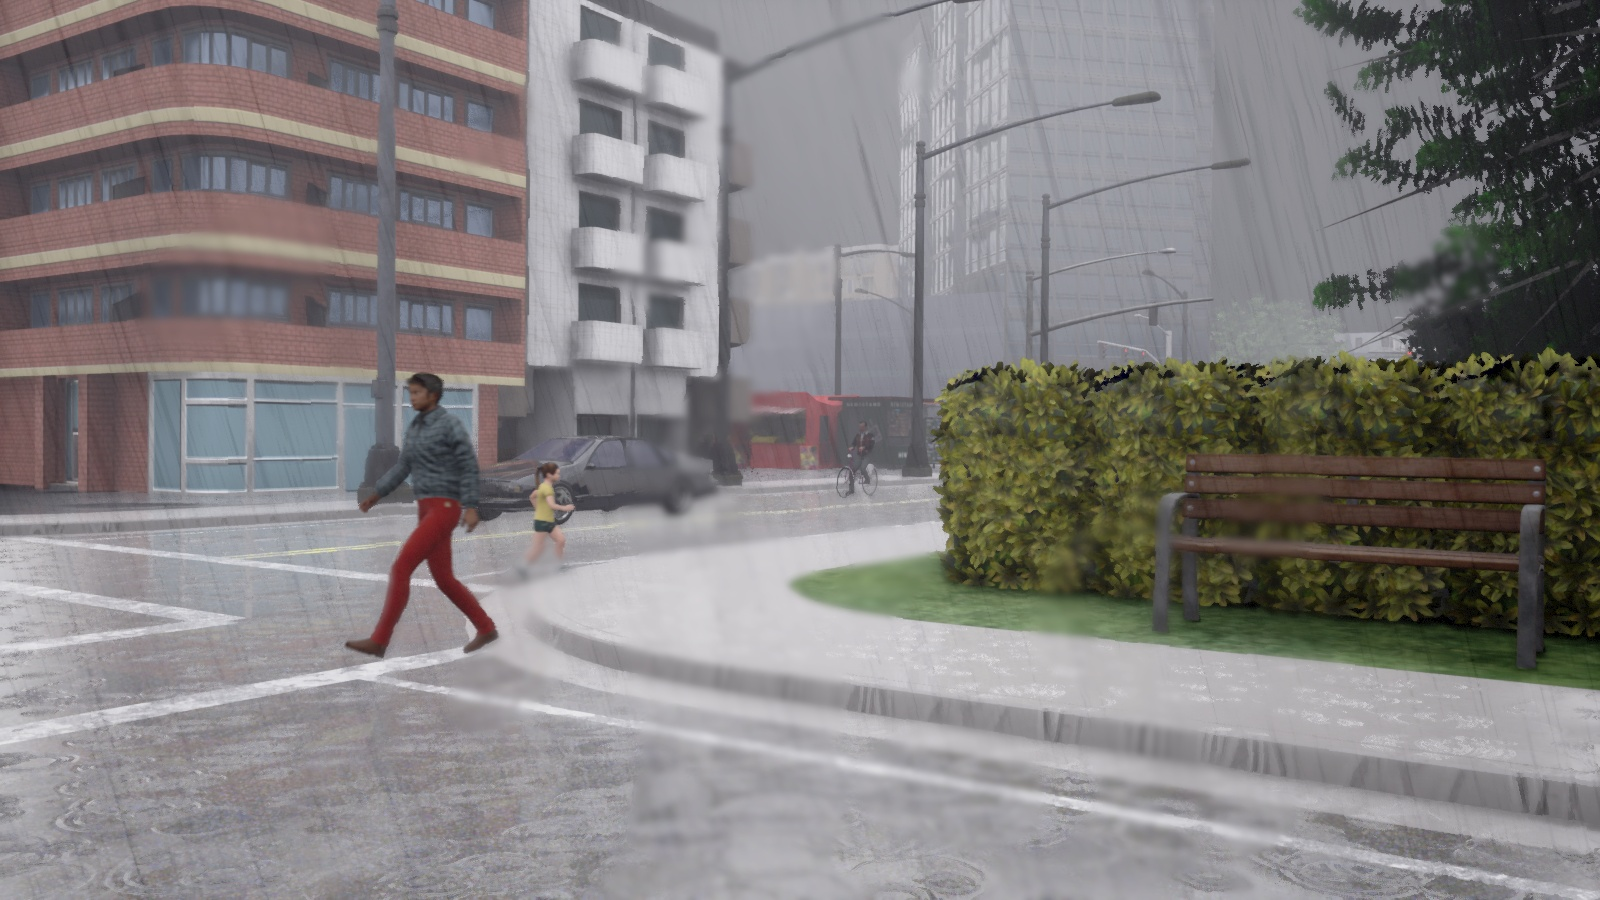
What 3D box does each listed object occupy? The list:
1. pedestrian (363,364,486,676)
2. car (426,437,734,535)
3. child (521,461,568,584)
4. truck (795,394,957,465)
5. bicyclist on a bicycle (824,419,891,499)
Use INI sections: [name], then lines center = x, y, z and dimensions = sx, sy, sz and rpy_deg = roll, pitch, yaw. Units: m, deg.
[pedestrian]
center = -2.311, 0.410, 7.746
dimensions = 0.614, 1.847, 0.353
rpy_deg = -1, 1, -40
[car]
center = -3.556, 0.517, 21.508
dimensions = 2.033, 1.411, 5.357
rpy_deg = 0, 1, 34
[child]
center = -2.358, 0.663, 11.619
dimensions = 0.394, 1.110, 0.255
rpy_deg = -1, 1, -7
[truck]
center = 3.885, -1.013, 65.328
dimensions = 7.936, 3.462, 2.891
rpy_deg = -1, 0, 33
[bicyclist on a bicycle]
center = 1.338, 0.196, 28.807
dimensions = 0.659, 1.776, 1.843
rpy_deg = 0, 1, 34
